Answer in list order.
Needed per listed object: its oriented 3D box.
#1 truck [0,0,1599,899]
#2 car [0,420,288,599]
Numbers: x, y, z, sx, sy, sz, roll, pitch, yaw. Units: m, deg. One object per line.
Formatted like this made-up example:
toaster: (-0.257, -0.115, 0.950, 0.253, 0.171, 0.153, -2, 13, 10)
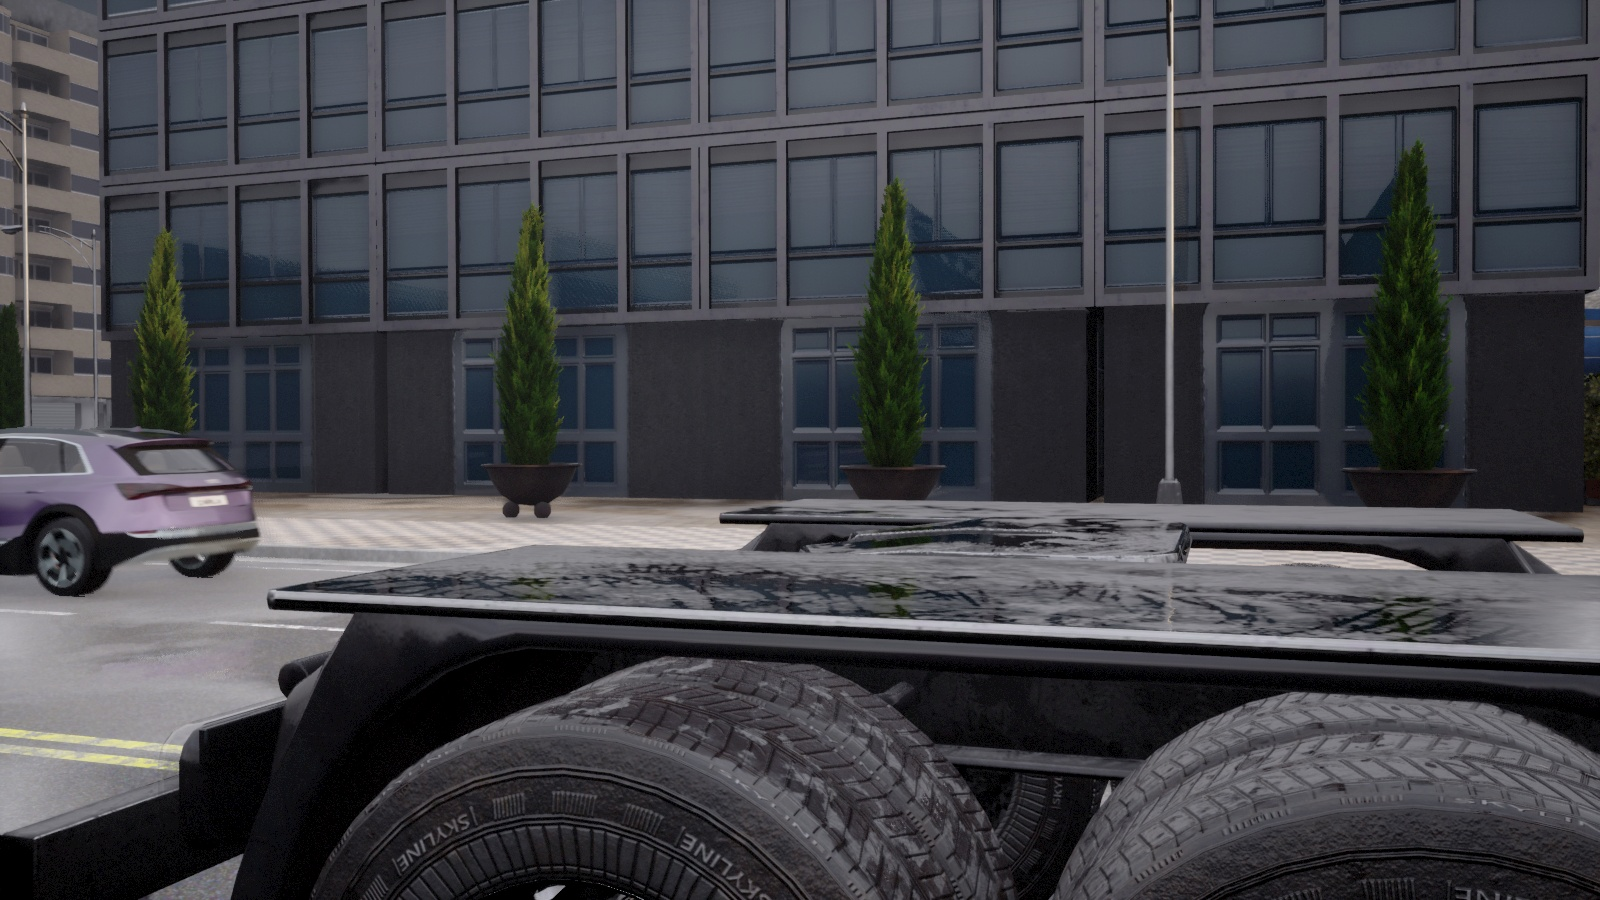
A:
truck: (2.642, -0.182, 2.289, 7.936, 3.462, 2.891, 1, 1, 19)
car: (-8.139, 0.513, 13.318, 4.856, 1.649, 2.033, 1, 1, 19)
